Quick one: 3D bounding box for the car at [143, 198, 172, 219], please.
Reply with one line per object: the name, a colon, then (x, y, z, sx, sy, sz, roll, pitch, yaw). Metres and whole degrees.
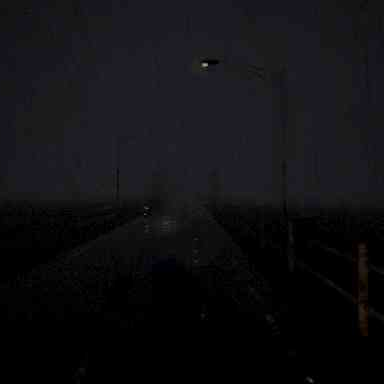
car: (-2.858, 1.291, 28.297, 2.097, 1.767, 4.553, 0, 0, 0)
